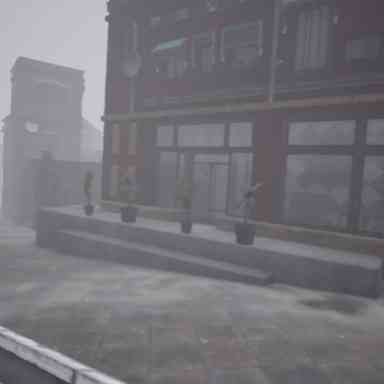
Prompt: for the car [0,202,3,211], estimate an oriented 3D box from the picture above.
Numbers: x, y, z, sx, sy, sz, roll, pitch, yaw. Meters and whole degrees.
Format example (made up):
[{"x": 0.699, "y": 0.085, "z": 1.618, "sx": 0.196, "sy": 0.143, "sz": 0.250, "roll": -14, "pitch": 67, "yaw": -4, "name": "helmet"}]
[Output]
[{"x": -29.044, "y": 2.338, "z": 51.823, "sx": 2.128, "sy": 1.511, "sz": 4.902, "roll": 4, "pitch": -2, "yaw": 7, "name": "car"}]
